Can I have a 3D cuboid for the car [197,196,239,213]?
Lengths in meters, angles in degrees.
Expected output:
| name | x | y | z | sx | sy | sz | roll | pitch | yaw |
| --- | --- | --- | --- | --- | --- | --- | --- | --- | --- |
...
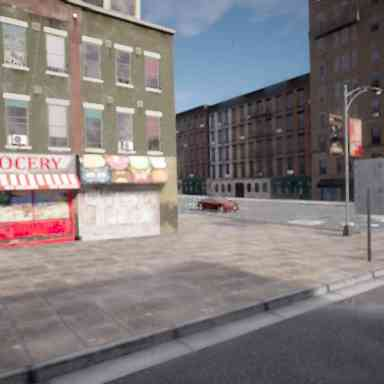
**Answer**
| name | x | y | z | sx | sy | sz | roll | pitch | yaw |
| --- | --- | --- | --- | --- | --- | --- | --- | --- | --- |
| car | 2.470 | 1.158 | 32.650 | 1.882 | 1.535 | 5.008 | -2 | 2 | -36 |
